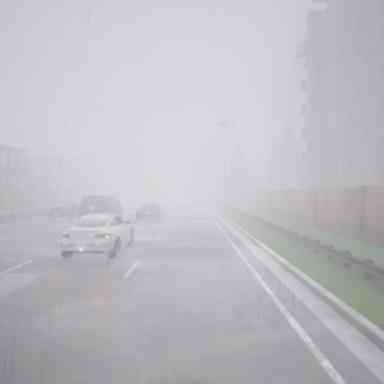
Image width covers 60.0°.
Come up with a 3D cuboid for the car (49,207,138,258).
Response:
[{"bbox_3d":[-3.431,1.526,12.629,1.812,1.442,4.674,0,0,0],"label":"car"}]

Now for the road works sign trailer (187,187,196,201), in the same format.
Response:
[{"bbox_3d":[-0.008,0.468,88.545,2.380,3.560,2.880,0,0,0],"label":"road works sign trailer"}]

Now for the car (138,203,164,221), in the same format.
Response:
[{"bbox_3d":[-3.430,1.565,27.533,1.994,1.385,4.181,0,0,0],"label":"car"}]

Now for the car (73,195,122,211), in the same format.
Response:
[{"bbox_3d":[-6.940,1.225,25.741,2.150,2.045,5.566,0,0,0],"label":"car"}]

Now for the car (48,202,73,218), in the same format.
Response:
[{"bbox_3d":[-10.430,1.527,27.860,1.812,1.442,4.674,0,0,0],"label":"car"}]
